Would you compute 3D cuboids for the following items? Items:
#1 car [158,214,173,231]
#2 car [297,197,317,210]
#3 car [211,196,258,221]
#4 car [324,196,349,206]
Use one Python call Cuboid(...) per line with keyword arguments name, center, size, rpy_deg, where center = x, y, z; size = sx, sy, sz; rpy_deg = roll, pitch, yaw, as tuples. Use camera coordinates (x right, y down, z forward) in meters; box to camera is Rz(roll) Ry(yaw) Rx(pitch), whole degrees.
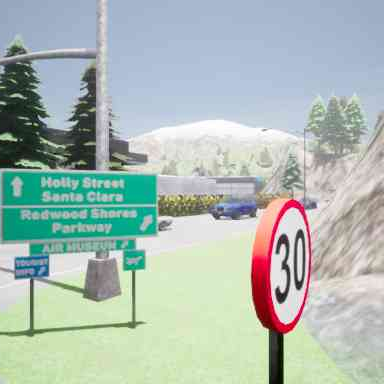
Cuboid(name="car", center=(-3.311, 1.792, 20.057), size=(1.895, 1.301, 4.718), rpy_deg=(0, 0, 36))
Cuboid(name="car", center=(15.944, 1.543, 46.532), size=(2.097, 1.767, 4.553), rpy_deg=(0, 0, 36))
Cuboid(name="car", center=(3.980, 1.410, 30.129), size=(2.150, 2.045, 5.566), rpy_deg=(0, 0, 37))
Cuboid(name="car", center=(30.292, 1.547, 70.837), size=(2.097, 1.767, 4.553), rpy_deg=(0, 0, -18))
